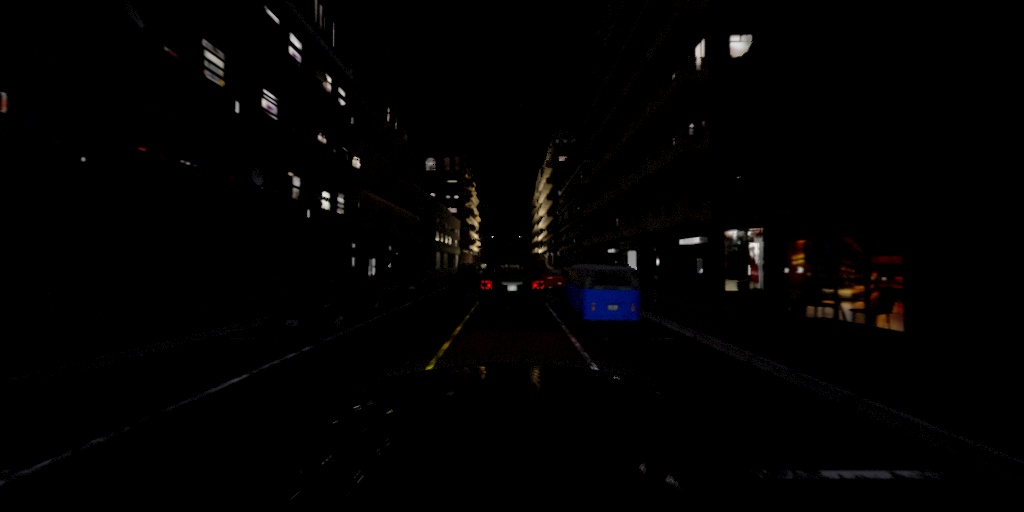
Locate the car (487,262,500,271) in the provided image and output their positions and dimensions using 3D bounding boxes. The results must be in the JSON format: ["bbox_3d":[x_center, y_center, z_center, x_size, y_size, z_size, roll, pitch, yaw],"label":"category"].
[{"bbox_3d":[-3.066,1.662,59.682,1.994,1.385,4.181,0,0,0],"label":"car"}]

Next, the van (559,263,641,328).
[{"bbox_3d":[2.689,1.148,11.414,1.690,1.789,3.998,0,0,0],"label":"van"}]

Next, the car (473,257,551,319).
[{"bbox_3d":[0.033,1.042,13.290,2.150,2.045,5.566,0,0,1],"label":"car"}]

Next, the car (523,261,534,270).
[{"bbox_3d":[2.989,1.638,65.322,1.837,1.490,4.892,0,0,0],"label":"car"}]

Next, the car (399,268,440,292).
[{"bbox_3d":[-5.693,1.440,22.593,1.948,1.339,4.313,0,0,0],"label":"car"}]

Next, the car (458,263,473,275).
[{"bbox_3d":[-5.697,1.554,44.878,1.888,1.381,4.507,0,0,0],"label":"car"}]

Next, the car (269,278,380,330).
[{"bbox_3d":[-5.691,1.374,11.451,1.948,1.339,4.313,0,0,0],"label":"car"}]

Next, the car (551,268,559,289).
[{"bbox_3d":[2.688,1.419,22.555,1.888,1.381,4.507,0,0,0],"label":"car"}]
